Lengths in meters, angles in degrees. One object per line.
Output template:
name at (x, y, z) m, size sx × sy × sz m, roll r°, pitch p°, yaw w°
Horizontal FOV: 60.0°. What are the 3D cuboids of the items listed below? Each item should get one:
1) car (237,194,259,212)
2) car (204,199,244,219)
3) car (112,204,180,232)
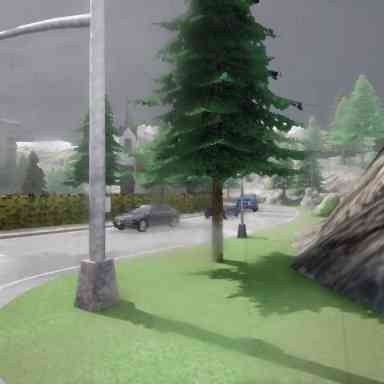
car at (6.522, 1.221, 38.802) m, size 2.150 × 2.045 × 5.566 m, roll 0°, pitch 0°, yaw 16°
car at (2.723, 1.601, 29.124) m, size 1.895 × 1.301 × 4.718 m, roll 0°, pitch 0°, yaw 26°
car at (-2.655, 1.505, 20.337) m, size 1.837 × 1.490 × 4.892 m, roll 0°, pitch 0°, yaw 35°
